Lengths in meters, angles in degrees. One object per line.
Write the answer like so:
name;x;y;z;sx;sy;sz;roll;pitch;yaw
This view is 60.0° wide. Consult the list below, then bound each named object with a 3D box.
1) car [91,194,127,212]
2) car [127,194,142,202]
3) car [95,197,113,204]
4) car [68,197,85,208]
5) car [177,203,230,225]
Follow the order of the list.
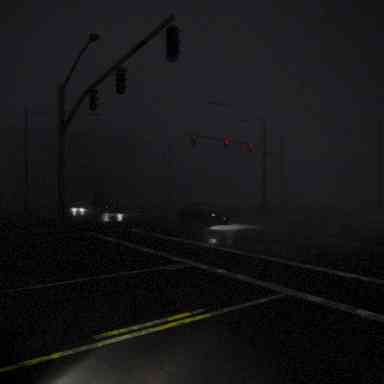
car;-9.967;1.224;38.624;2.150;2.045;5.566;0;0;-34
car;-13.677;1.524;72.541;1.812;1.442;4.674;0;0;30
car;-16.505;1.601;62.713;1.895;1.301;4.718;0;0;3
car;-17.070;1.488;49.091;2.128;1.511;4.902;0;0;-28
car;0.713;1.525;24.182;1.812;1.442;4.674;0;0;-39
